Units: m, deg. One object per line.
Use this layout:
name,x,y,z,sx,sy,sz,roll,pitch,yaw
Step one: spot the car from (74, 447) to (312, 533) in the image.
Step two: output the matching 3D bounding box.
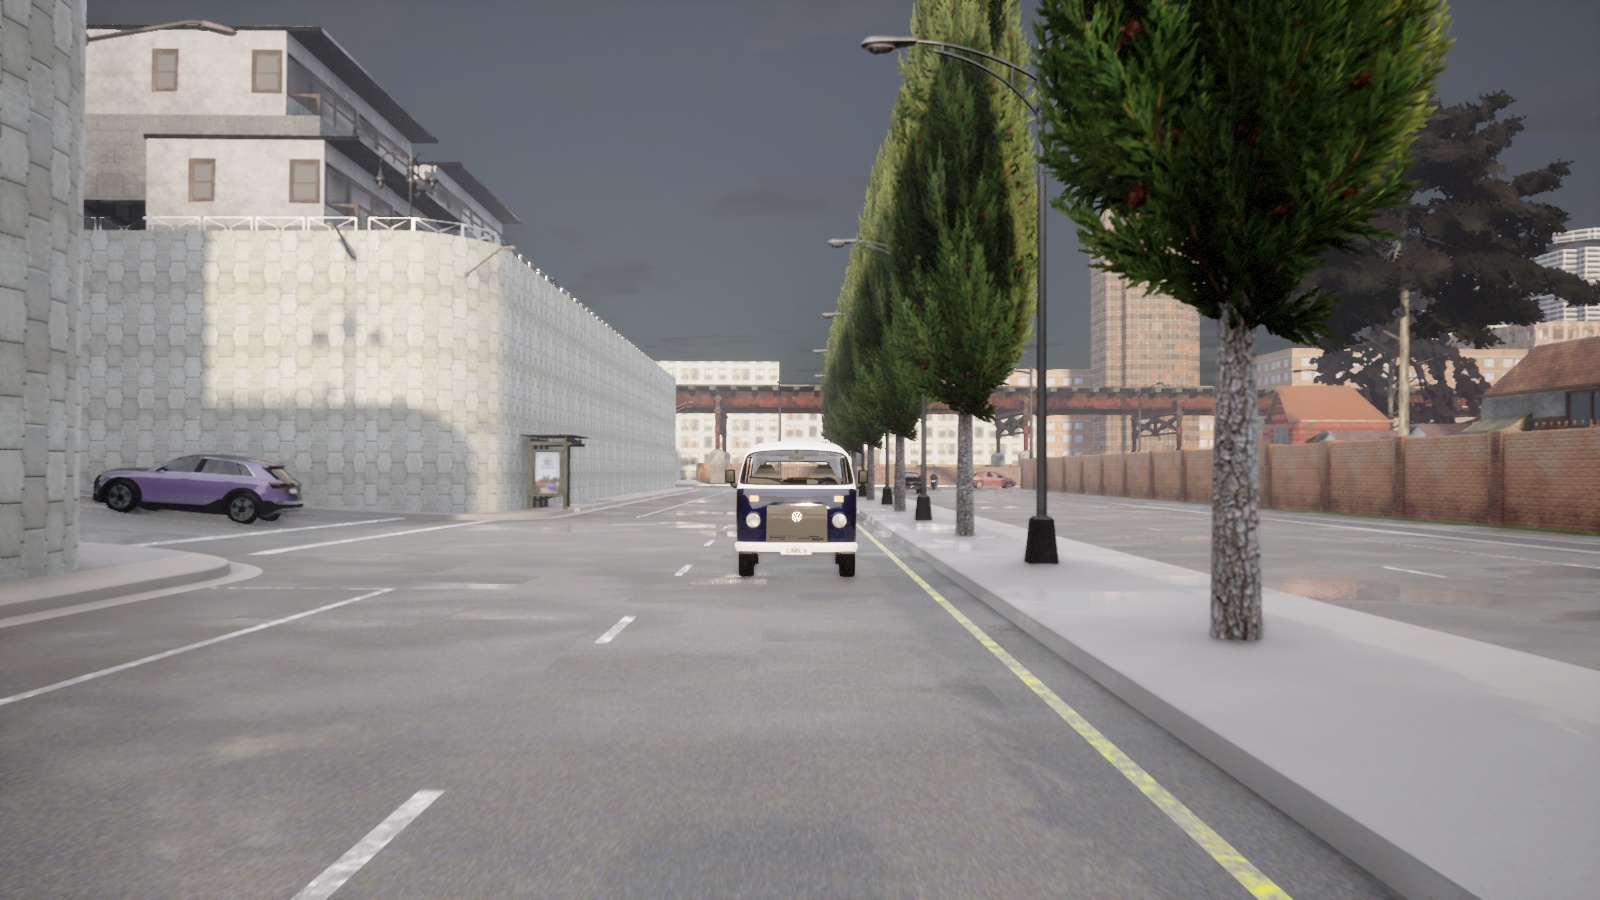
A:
car,-15.155,0.992,31.585,4.856,1.649,2.033,5,-1,-3

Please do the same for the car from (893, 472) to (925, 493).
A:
car,7.782,2.294,89.926,1.837,1.490,4.892,0,-1,0

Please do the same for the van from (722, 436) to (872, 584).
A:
van,-0.048,0.868,19.671,2.069,2.038,4.480,0,-1,0
